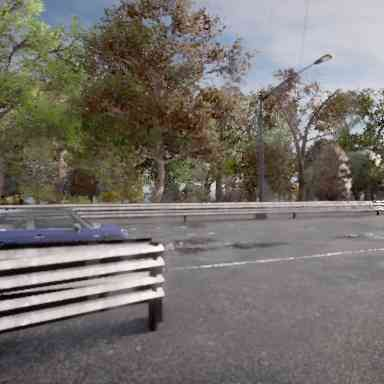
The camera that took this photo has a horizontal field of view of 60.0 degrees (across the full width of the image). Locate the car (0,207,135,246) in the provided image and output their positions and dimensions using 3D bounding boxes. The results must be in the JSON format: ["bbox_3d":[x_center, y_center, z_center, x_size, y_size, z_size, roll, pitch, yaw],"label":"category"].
[{"bbox_3d":[-3.963,1.282,9.985,4.553,1.767,2.097,0,0,-23],"label":"car"}]
